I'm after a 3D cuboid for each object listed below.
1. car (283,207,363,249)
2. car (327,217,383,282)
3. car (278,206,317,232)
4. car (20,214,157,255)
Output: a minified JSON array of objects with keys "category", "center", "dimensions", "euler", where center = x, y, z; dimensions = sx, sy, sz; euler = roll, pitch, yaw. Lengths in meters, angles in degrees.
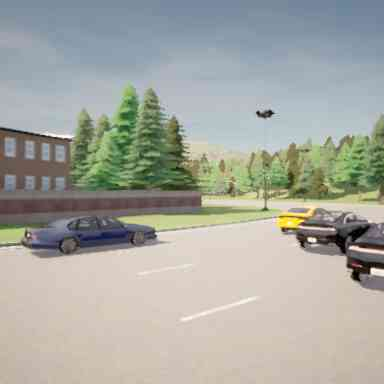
[{"category":"car","center":[6.134,1.529,13.739],"dimensions":[4.902,1.511,2.128],"euler":[0,0,-43]},{"category":"car","center":[5.814,1.506,8.736],"dimensions":[4.902,1.511,2.128],"euler":[0,0,-42]},{"category":"car","center":[6.889,1.540,19.468],"dimensions":[1.882,1.535,5.008],"euler":[0,0,44]},{"category":"car","center":[-4.107,1.643,13.910],"dimensions":[5.357,1.411,2.033],"euler":[0,0,-39]}]
